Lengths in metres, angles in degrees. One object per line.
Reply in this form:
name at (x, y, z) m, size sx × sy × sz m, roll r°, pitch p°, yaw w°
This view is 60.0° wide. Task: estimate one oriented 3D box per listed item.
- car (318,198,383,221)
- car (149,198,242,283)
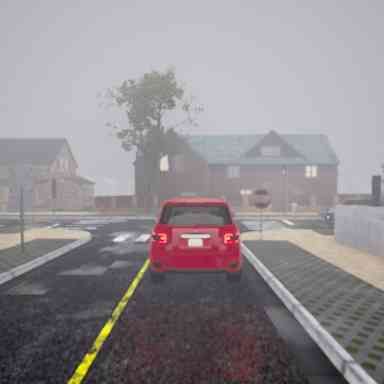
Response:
car at (11.186, 1.212, 23.067) m, size 4.553 × 1.767 × 2.097 m, roll 0°, pitch 2°, yaw 1°
car at (0.120, 1.174, 9.677) m, size 2.150 × 2.045 × 5.566 m, roll 0°, pitch 0°, yaw 1°
